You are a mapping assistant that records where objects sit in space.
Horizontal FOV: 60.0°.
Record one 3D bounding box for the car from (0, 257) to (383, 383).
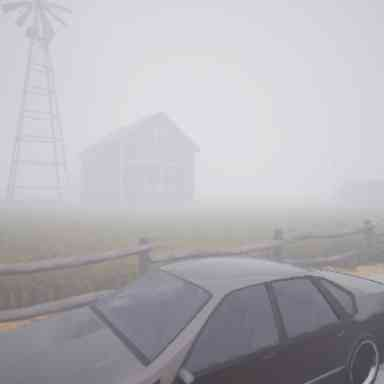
[{"bbox_3d":[0.300,1.522,3.668,5.357,1.411,2.033,0,0,-33],"label":"car"}]
